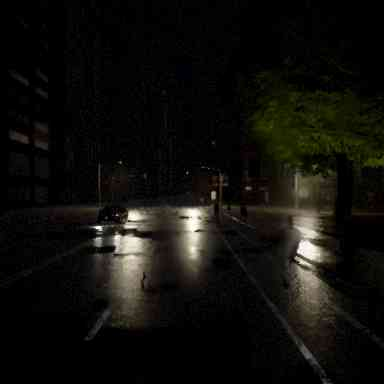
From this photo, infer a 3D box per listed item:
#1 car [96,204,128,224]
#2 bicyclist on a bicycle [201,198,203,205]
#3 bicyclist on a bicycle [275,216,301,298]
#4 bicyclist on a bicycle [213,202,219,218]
[{"bbox_3d":[-6.585,1.799,27.922,1.837,1.490,4.892,0,-1,0],"label":"car"},{"bbox_3d":[2.278,2.205,74.970,0.659,1.776,1.843,0,0,0],"label":"bicyclist on a bicycle"},{"bbox_3d":[2.241,1.448,7.906,0.659,1.776,1.843,0,0,0],"label":"bicyclist on a bicycle"},{"bbox_3d":[2.264,1.777,30.693,0.582,1.620,1.656,0,-1,0],"label":"bicyclist on a bicycle"}]
